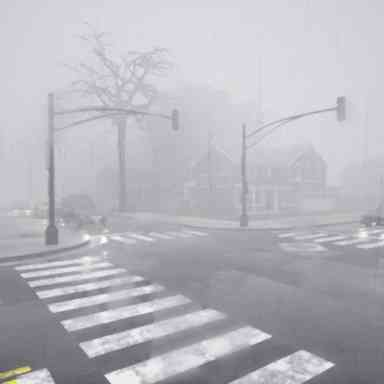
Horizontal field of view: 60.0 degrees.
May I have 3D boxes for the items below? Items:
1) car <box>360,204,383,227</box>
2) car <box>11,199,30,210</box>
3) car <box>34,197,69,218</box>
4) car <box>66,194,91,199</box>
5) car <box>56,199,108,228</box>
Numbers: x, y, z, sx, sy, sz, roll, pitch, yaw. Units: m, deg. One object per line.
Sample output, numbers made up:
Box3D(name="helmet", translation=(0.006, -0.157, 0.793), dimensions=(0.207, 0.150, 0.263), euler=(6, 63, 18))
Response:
Box3D(name="car", translation=(12.609, 1.434, 20.652), dimensions=(5.357, 1.411, 2.033), euler=(0, 0, -35))
Box3D(name="car", translation=(-23.099, 1.646, 44.790), dimensions=(1.895, 1.301, 4.718), euler=(0, 0, -35))
Box3D(name="car", translation=(-13.278, 1.494, 30.853), dimensions=(1.882, 1.535, 5.008), euler=(0, 0, -35))
Box3D(name="car", translation=(-11.839, 1.226, 33.904), dimensions=(2.150, 2.045, 5.566), euler=(0, 0, -36))
Box3D(name="car", translation=(-7.224, 1.490, 22.301), dimensions=(2.128, 1.511, 4.902), euler=(0, 0, -35))
